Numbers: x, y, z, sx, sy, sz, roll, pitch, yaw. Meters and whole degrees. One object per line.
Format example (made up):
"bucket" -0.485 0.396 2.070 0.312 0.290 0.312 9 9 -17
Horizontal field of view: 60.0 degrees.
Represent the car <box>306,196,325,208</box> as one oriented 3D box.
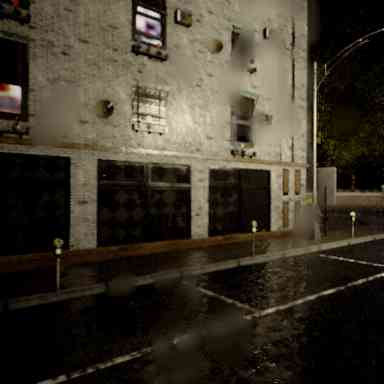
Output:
"car" 13.360 1.107 39.079 1.752 1.417 4.829 1 0 -35
